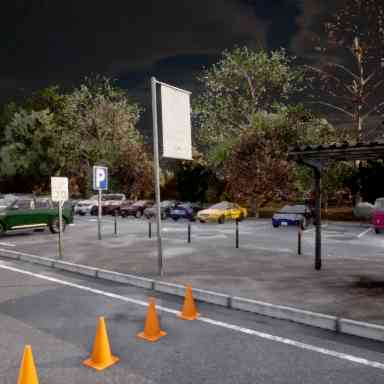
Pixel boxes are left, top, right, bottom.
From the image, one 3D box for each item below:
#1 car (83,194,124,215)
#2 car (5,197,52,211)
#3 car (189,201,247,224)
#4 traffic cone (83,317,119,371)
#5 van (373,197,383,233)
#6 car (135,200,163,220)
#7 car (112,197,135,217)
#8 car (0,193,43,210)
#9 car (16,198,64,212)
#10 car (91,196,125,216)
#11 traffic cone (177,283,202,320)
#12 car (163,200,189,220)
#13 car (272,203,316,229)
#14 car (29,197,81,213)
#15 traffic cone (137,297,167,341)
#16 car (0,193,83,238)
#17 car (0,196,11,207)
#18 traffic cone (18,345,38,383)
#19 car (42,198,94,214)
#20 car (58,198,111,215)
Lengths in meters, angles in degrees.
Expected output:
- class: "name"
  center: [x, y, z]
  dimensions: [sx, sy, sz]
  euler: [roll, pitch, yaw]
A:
- class: "car"
  center: [-8.929, 1.212, 33.279]
  dimensions: [2.435, 2.045, 5.566]
  euler: [0, 0, 35]
- class: "car"
  center: [-20.259, 1.452, 41.305]
  dimensions: [2.163, 1.488, 4.792]
  euler: [0, 0, 35]
- class: "car"
  center: [2.338, 1.475, 25.175]
  dimensions: [1.946, 1.575, 5.366]
  euler: [0, 0, 35]
- class: "traffic cone"
  center: [-1.201, 1.957, 4.408]
  dimensions: [0.340, 0.580, 0.340]
  euler: [0, 0, 35]
- class: "van"
  center: [11.598, 1.264, 19.042]
  dimensions: [1.878, 1.987, 4.442]
  euler: [0, 0, 35]
- class: "car"
  center: [-2.094, 1.473, 28.522]
  dimensions: [2.231, 1.521, 4.892]
  euler: [0, 0, 35]
- class: "car"
  center: [-4.366, 1.469, 30.116]
  dimensions: [2.097, 1.535, 5.008]
  euler: [0, 0, 35]
- class: "car"
  center: [-22.561, 1.153, 42.852]
  dimensions: [2.435, 2.045, 5.566]
  euler: [0, 0, 35]
- class: "car"
  center: [-18.015, 1.469, 39.658]
  dimensions: [2.163, 1.488, 4.792]
  euler: [0, 0, 35]
- class: "car"
  center: [-6.638, 1.466, 31.712]
  dimensions: [2.097, 1.535, 5.008]
  euler: [0, 0, 35]
- class: "traffic cone"
  center: [-0.052, 1.957, 6.041]
  dimensions: [0.340, 0.580, 0.340]
  euler: [0, 0, 36]
- class: "car"
  center: [0.190, 1.504, 26.946]
  dimensions: [2.163, 1.488, 4.792]
  euler: [0, 0, 35]
- class: "car"
  center: [6.972, 1.513, 22.113]
  dimensions: [2.163, 1.488, 4.792]
  euler: [0, 0, 35]
- class: "car"
  center: [-15.623, 1.444, 38.240]
  dimensions: [1.946, 1.575, 5.366]
  euler: [0, 0, 35]
- class: "traffic cone"
  center: [-0.626, 1.957, 5.225]
  dimensions: [0.340, 0.580, 0.340]
  euler: [0, 0, 35]
- class: "car"
  center: [-8.918, 1.221, 17.290]
  dimensions: [2.435, 2.045, 5.566]
  euler: [0, 0, 35]
- class: "car"
  center: [-29.255, 1.332, 47.814]
  dimensions: [1.946, 1.575, 5.366]
  euler: [1, 0, 35]
- class: "traffic cone"
  center: [-1.776, 1.957, 3.592]
  dimensions: [0.340, 0.580, 0.340]
  euler: [0, 0, 35]
- class: "car"
  center: [-13.460, 1.455, 36.489]
  dimensions: [2.097, 1.535, 5.008]
  euler: [0, 0, 35]
- class: "car"
  center: [-11.187, 1.461, 34.892]
  dimensions: [2.231, 1.521, 4.892]
  euler: [0, 0, 35]
